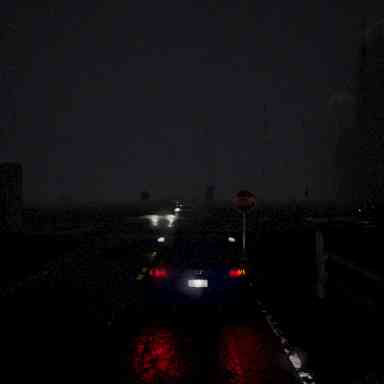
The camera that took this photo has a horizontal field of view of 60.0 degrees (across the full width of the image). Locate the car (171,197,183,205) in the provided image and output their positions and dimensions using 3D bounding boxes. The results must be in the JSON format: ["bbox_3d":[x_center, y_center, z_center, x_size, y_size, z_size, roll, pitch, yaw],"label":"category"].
[{"bbox_3d":[-2.735,1.575,61.594,2.033,1.411,5.357,0,0,1],"label":"car"}]

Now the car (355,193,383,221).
[{"bbox_3d":[15.154,0.960,24.579,5.566,2.045,2.150,-1,1,0],"label":"car"}]

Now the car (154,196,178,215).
[{"bbox_3d":[-2.811,1.482,34.427,1.882,1.535,5.008,0,0,0],"label":"car"}]

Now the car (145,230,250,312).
[{"bbox_3d":[0.106,1.562,7.807,1.994,1.385,4.181,0,0,0],"label":"car"}]

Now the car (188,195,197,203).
[{"bbox_3d":[0.071,1.585,68.961,2.033,1.411,5.357,0,0,0],"label":"car"}]

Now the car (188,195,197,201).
[{"bbox_3d":[0.081,1.490,79.386,1.994,1.385,4.181,0,0,0],"label":"car"}]

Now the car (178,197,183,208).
[{"bbox_3d":[-2.788,1.365,47.260,2.097,1.767,4.553,0,0,0],"label":"car"}]
